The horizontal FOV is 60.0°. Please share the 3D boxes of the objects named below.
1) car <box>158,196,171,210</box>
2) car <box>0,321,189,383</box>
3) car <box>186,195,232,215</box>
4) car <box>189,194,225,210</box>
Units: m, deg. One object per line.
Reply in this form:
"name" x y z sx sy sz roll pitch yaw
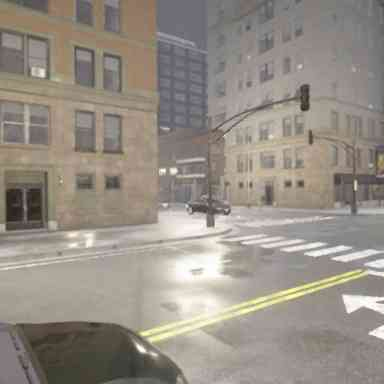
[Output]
"car" -4.119 1.209 36.379 2.128 1.511 4.902 -1 0 -35
"car" -1.951 1.571 2.043 4.181 1.385 1.994 -1 1 -36
"car" 1.389 1.233 28.617 1.837 1.490 4.892 -1 1 -35
"car" 1.638 1.103 37.747 1.967 1.590 4.097 -1 0 -35
